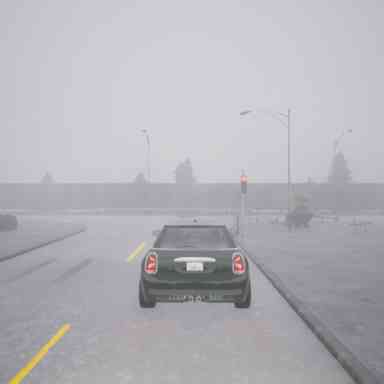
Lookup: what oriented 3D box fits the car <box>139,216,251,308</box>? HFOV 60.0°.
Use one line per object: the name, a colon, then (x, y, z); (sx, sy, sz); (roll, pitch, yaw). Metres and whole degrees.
car: (0.075, 1.351, 8.061); (2.097, 1.767, 4.553); (0, 0, 1)
